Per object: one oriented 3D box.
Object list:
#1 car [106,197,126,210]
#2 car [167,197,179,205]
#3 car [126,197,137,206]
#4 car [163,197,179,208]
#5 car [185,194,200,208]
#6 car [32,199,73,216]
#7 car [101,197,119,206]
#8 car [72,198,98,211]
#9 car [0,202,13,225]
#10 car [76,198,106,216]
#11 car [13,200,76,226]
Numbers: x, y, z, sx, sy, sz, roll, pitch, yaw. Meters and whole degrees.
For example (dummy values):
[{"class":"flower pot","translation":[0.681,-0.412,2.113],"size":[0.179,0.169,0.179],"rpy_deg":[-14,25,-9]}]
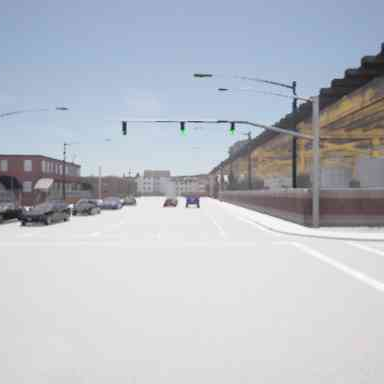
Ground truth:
[{"class":"car","translation":[-10.588,1.447,43.796],"size":[2.097,1.767,4.553],"rpy_deg":[0,0,0]},{"class":"car","translation":[-3.475,1.686,61.570],"size":[2.033,1.411,5.357],"rpy_deg":[0,0,0]},{"class":"car","translation":[-10.531,1.628,56.294],"size":[1.837,1.490,4.892],"rpy_deg":[0,0,1]},{"class":"car","translation":[-3.406,1.640,51.587],"size":[1.812,1.442,4.674],"rpy_deg":[0,0,0]},{"class":"car","translation":[0.097,1.336,51.211],"size":[2.150,2.045,5.566],"rpy_deg":[0,-1,0]},{"class":"car","translation":[-14.092,1.562,33.922],"size":[2.128,1.511,4.902],"rpy_deg":[0,0,0]},{"class":"car","translation":[-14.021,1.629,57.051],"size":[1.837,1.490,4.892],"rpy_deg":[0,0,0]},{"class":"car","translation":[-14.085,1.619,44.051],"size":[1.812,1.442,4.674],"rpy_deg":[0,0,0]},{"class":"car","translation":[-14.093,1.540,24.557],"size":[2.128,1.511,4.902],"rpy_deg":[0,0,0]},{"class":"car","translation":[-10.594,1.577,33.854],"size":[1.837,1.490,4.892],"rpy_deg":[0,0,0]},{"class":"car","translation":[-10.593,1.528,24.370],"size":[1.882,1.535,5.008],"rpy_deg":[0,0,2]}]
